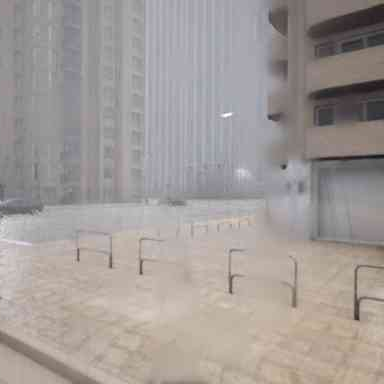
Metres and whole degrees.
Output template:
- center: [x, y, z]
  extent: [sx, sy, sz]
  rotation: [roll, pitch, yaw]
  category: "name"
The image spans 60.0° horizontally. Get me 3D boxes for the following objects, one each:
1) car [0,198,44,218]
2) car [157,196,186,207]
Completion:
- center: [-15.023, 1.295, 27.925]
  extent: [1.837, 1.490, 4.892]
  rotation: [1, 0, 35]
  category: "car"
- center: [-2.698, 1.298, 45.558]
  extent: [1.837, 1.490, 4.892]
  rotation: [1, 0, 35]
  category: "car"
